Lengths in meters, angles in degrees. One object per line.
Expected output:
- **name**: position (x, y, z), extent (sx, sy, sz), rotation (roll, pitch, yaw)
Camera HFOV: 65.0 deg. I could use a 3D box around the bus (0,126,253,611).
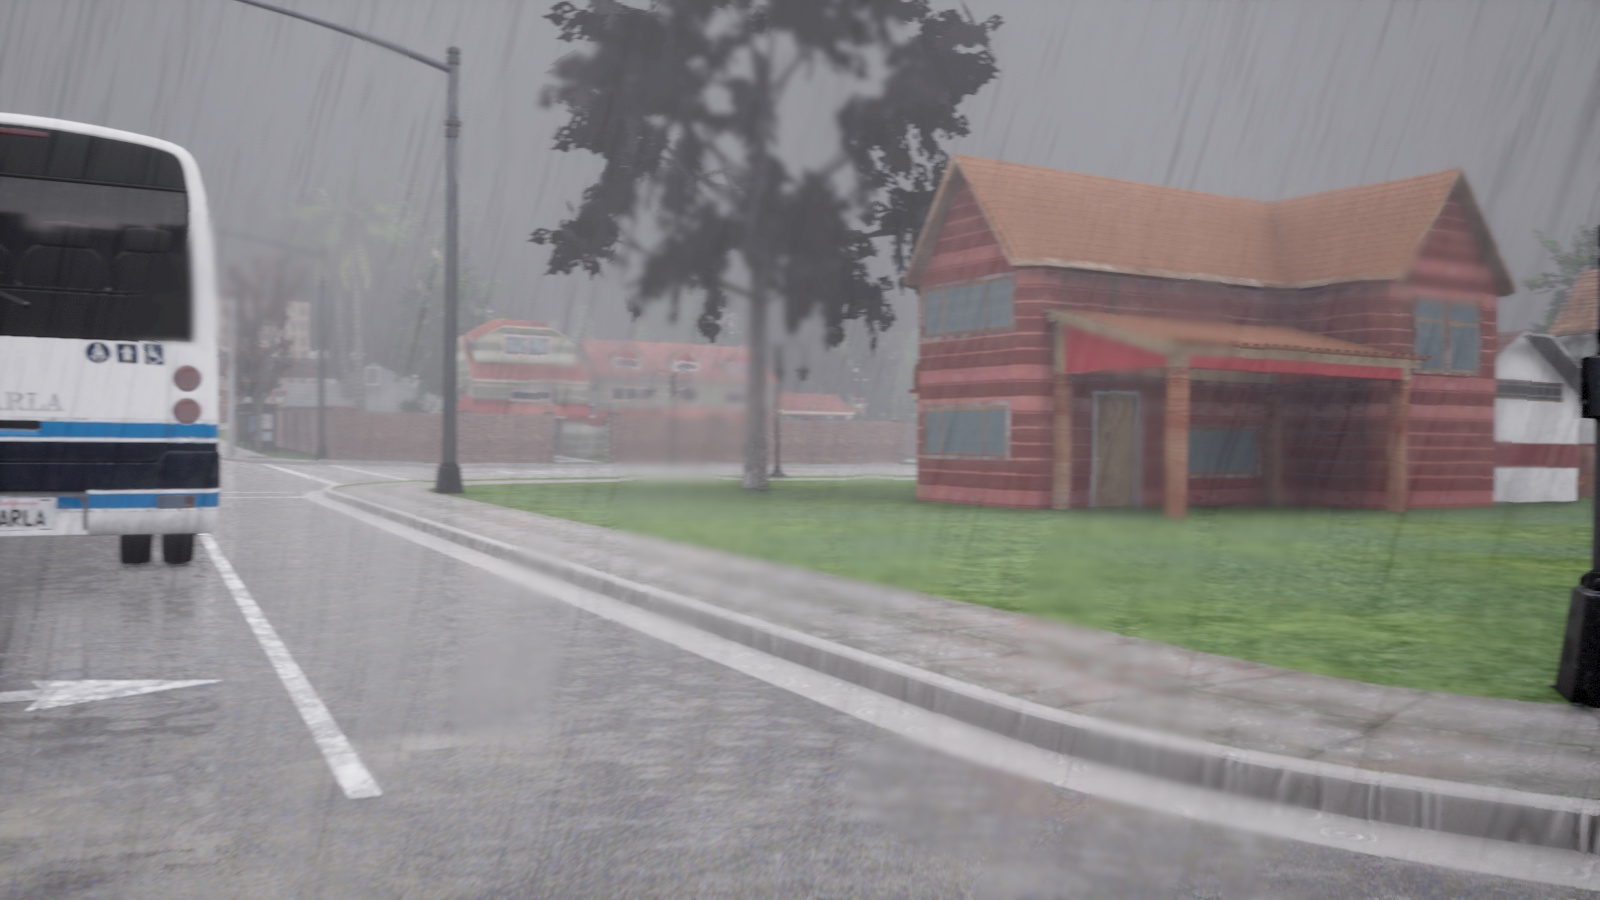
- **bus**: position (-9.376, -0.743, 15.586), extent (3.944, 4.253, 10.273), rotation (-1, 1, -28)
